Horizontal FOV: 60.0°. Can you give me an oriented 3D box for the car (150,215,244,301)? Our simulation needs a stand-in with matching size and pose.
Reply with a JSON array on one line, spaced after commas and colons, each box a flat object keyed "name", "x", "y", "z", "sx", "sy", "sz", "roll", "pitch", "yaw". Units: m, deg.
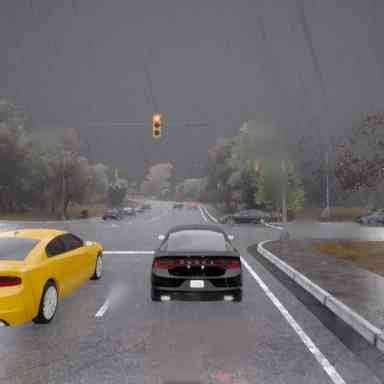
[{"name": "car", "x": 0.104, "y": 1.565, "z": 8.515, "sx": 1.882, "sy": 1.535, "sz": 5.008, "roll": 0, "pitch": -1, "yaw": 0}]

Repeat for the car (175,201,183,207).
[{"name": "car", "x": -3.417, "y": 3.159, "z": 86.729, "sx": 1.994, "sy": 1.385, "sz": 4.181, "roll": 0, "pitch": 0, "yaw": -3}]

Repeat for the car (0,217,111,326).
[{"name": "car", "x": -3.404, "y": 1.542, "z": 7.274, "sx": 1.882, "sy": 1.535, "sz": 5.008, "roll": 0, "pitch": -1, "yaw": 0}]

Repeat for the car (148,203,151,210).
[{"name": "car", "x": -10.325, "y": 3.224, "z": 75.295, "sx": 2.033, "sy": 1.411, "sz": 5.357, "roll": 0, "pitch": 0, "yaw": 0}]

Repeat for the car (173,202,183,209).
[{"name": "car", "x": -3.322, "y": 3.177, "z": 76.660, "sx": 1.837, "sy": 1.490, "sz": 4.892, "roll": 0, "pitch": 0, "yaw": 0}]

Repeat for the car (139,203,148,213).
[{"name": "car", "x": -10.391, "y": 3.241, "z": 64.715, "sx": 2.128, "sy": 1.511, "sz": 4.902, "roll": 0, "pitch": 0, "yaw": 1}]

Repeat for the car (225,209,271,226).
[{"name": "car", "x": 4.969, "y": 2.433, "z": 31.473, "sx": 4.892, "sy": 1.490, "sz": 1.837, "roll": 0, "pitch": -2, "yaw": 0}]

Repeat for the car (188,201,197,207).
[{"name": "car", "x": 0.099, "y": 3.154, "z": 86.304, "sx": 2.033, "sy": 1.411, "sz": 5.357, "roll": 0, "pitch": 0, "yaw": -3}]

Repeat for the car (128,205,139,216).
[{"name": "car", "x": -10.457, "y": 3.207, "z": 54.610, "sx": 1.812, "sy": 1.442, "sz": 4.674, "roll": 0, "pitch": -1, "yaw": 0}]

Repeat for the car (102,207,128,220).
[{"name": "car", "x": -10.507, "y": 2.998, "z": 44.740, "sx": 2.033, "sy": 1.411, "sz": 5.357, "roll": 0, "pitch": -2, "yaw": 1}]

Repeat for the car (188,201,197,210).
[{"name": "car", "x": 0.179, "y": 3.036, "z": 76.147, "sx": 2.097, "sy": 1.767, "sz": 4.553, "roll": 0, "pitch": 0, "yaw": 0}]

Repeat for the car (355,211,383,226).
[{"name": "car", "x": 17.834, "y": 2.502, "z": 31.722, "sx": 4.181, "sy": 1.385, "sz": 1.994, "roll": 0, "pitch": -2, "yaw": -2}]
